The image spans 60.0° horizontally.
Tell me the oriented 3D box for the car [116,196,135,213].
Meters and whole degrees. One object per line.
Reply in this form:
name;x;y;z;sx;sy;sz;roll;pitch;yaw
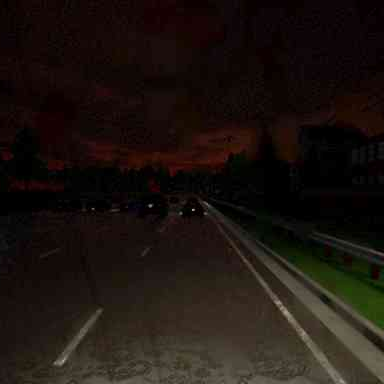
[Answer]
car;-6.891;1.479;37.811;1.882;1.535;5.008;0;0;0

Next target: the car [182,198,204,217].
car;0.110;1.564;31.710;1.994;1.385;4.181;0;0;0

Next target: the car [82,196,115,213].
car;-10.391;1.507;37.342;1.837;1.490;4.892;0;0;0

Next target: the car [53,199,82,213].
car;-13.890;1.480;37.543;1.882;1.535;5.008;0;0;0

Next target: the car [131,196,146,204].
car;-10.381;1.491;64.524;2.128;1.511;4.902;0;0;0

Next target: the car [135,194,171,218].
car;-3.392;1.222;29.923;2.150;2.045;5.566;0;0;0

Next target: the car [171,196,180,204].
car;-3.383;1.505;64.422;1.837;1.490;4.892;0;0;0

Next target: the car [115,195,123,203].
car;-13.884;1.351;63.811;2.097;1.767;4.553;0;0;0

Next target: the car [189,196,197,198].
car;0.118;1.478;65.281;1.882;1.535;5.008;0;0;0

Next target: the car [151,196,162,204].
car;-6.883;1.526;64.974;1.812;1.442;4.674;0;0;0
